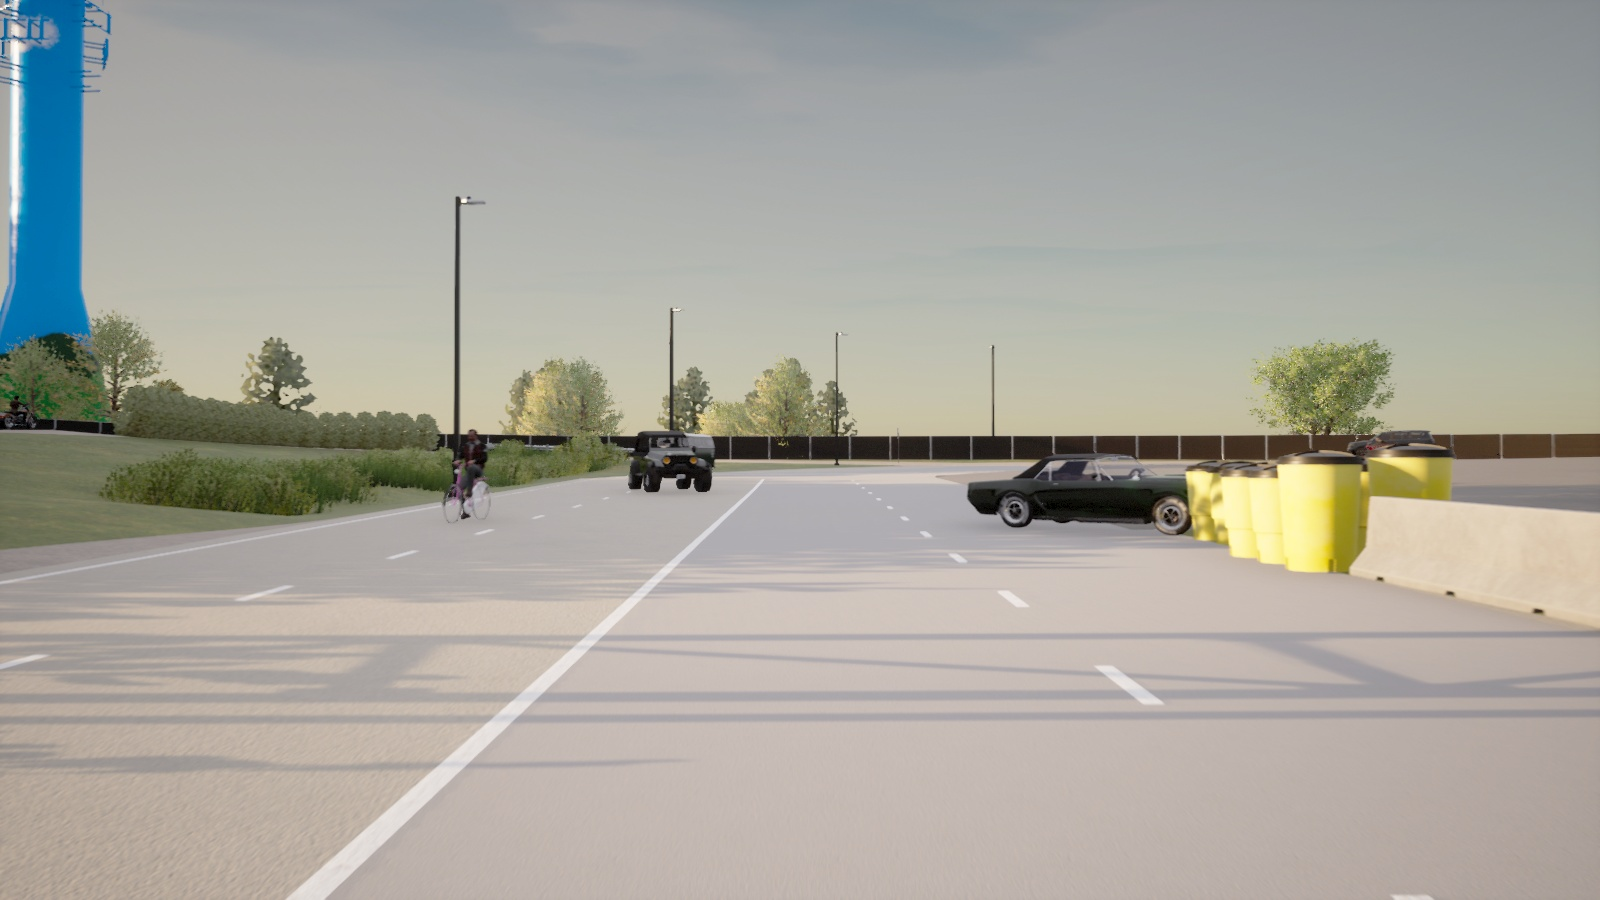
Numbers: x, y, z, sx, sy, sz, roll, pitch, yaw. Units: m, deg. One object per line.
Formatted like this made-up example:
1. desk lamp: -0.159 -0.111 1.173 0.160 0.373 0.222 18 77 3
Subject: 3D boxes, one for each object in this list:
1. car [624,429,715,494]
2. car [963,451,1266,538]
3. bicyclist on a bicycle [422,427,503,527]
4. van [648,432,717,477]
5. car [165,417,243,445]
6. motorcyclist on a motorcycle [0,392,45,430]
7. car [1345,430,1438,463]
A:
1. car: -4.087 0.324 38.848 1.905 1.878 3.866 0 0 -20
2. car: 5.366 0.726 21.827 4.718 1.301 1.895 -1 1 41
3. bicyclist on a bicycle: -6.251 0.474 23.349 0.659 1.776 1.843 1 0 13
4. van: -5.382 0.216 58.001 1.775 1.987 4.442 0 0 15
5. car: -36.207 -1.116 76.313 1.970 1.475 3.806 -1 -2 30
6. motorcyclist on a motorcycle: -35.900 -1.769 57.811 0.766 1.649 2.350 0 0 3
7. car: 40.289 -0.215 85.700 5.566 2.045 2.150 -1 -1 22
